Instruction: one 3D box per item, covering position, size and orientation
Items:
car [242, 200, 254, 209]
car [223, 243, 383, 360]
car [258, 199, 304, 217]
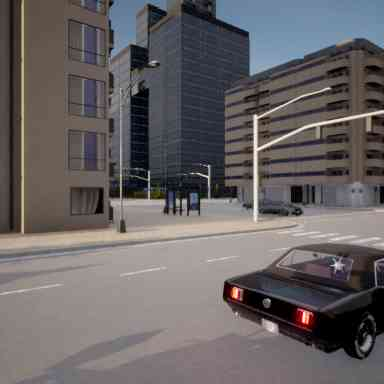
[{"bbox_3d":[9.005,1.603,43.386,2.033,1.411,5.357,0,0,-38],"label":"car"},{"bbox_3d":[2.892,1.601,5.985,4.718,1.301,1.895,0,0,-36],"label":"car"},{"bbox_3d":[8.565,1.619,31.943,1.994,1.385,4.181,0,0,-34],"label":"car"}]
